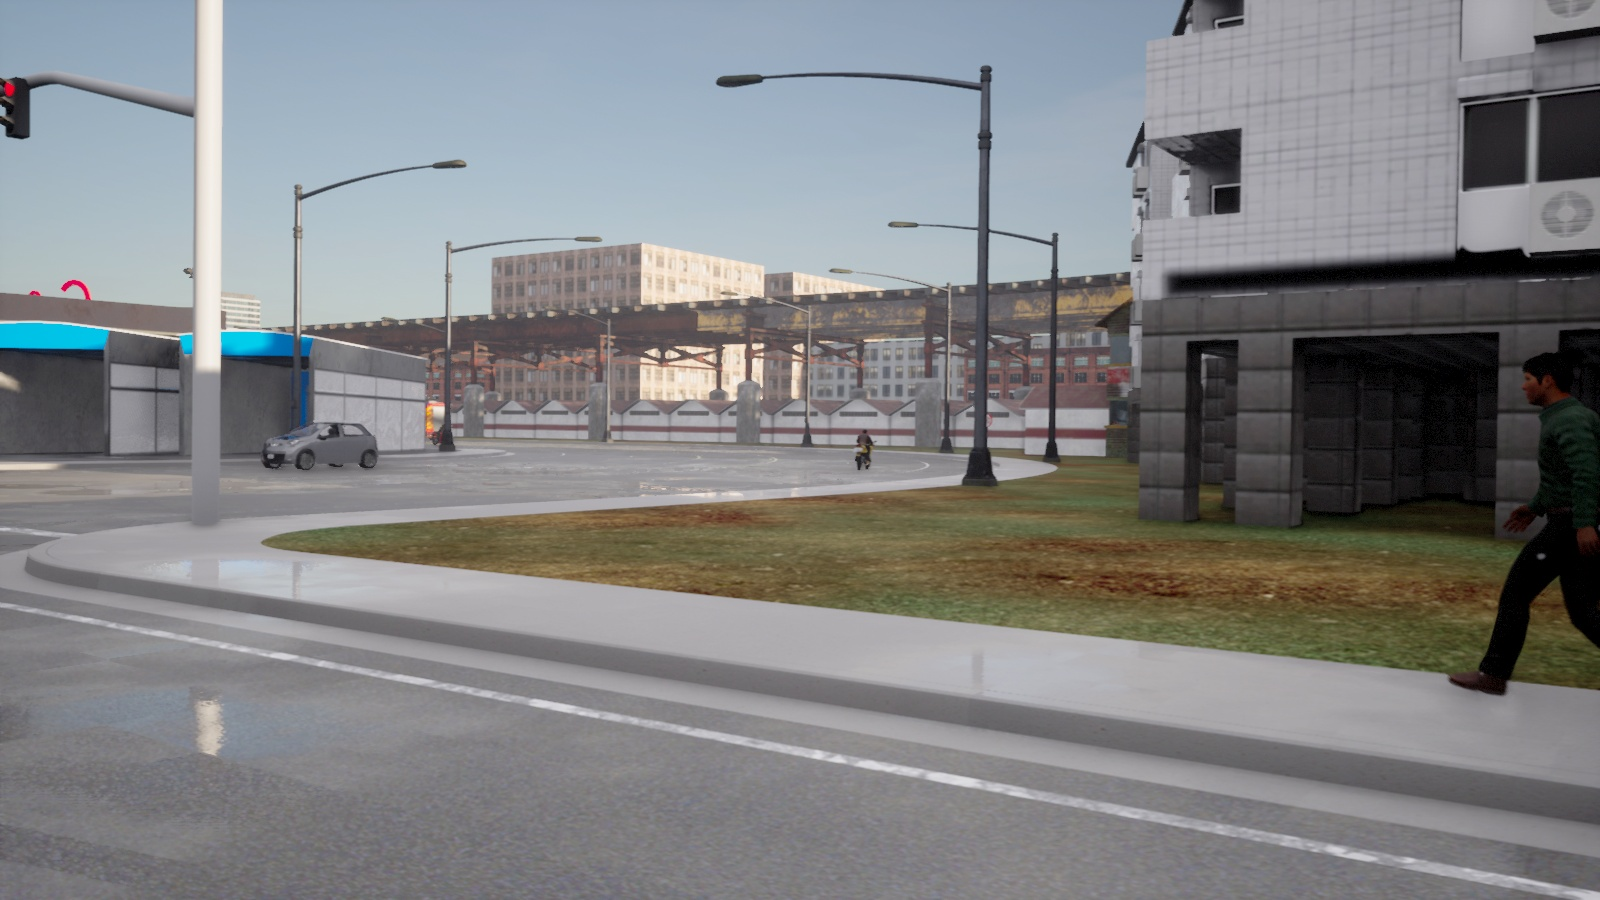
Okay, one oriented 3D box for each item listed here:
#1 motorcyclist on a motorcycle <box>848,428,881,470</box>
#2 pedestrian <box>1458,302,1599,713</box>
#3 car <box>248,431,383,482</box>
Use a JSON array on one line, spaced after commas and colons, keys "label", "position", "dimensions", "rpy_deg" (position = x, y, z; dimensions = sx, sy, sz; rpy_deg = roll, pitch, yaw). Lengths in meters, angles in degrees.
[{"label": "motorcyclist on a motorcycle", "position": [2.389, -0.059, 46.222], "dimensions": [0.797, 1.523, 2.044], "rpy_deg": [0, 1, 15]}, {"label": "pedestrian", "position": [3.783, 0.270, 6.259], "dimensions": [0.423, 1.949, 0.788], "rpy_deg": [-1, 1, -43]}, {"label": "car", "position": [-15.232, 0.166, 39.647], "dimensions": [1.845, 1.501, 3.633], "rpy_deg": [0, 1, 28]}]
